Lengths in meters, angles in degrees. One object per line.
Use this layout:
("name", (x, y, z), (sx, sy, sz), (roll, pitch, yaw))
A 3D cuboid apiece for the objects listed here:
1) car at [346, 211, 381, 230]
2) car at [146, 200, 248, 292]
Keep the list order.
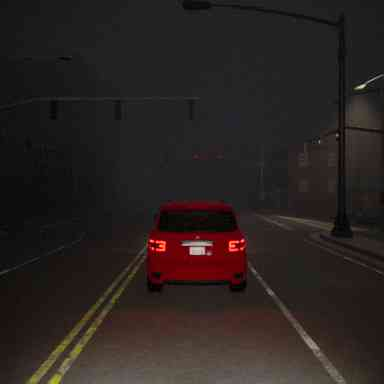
("car", (15.435, 2.488, 29.654), (4.902, 1.511, 2.128), (8, 0, 0))
("car", (0.101, 1.221, 9.060), (2.150, 2.045, 5.566), (0, 0, 0))
